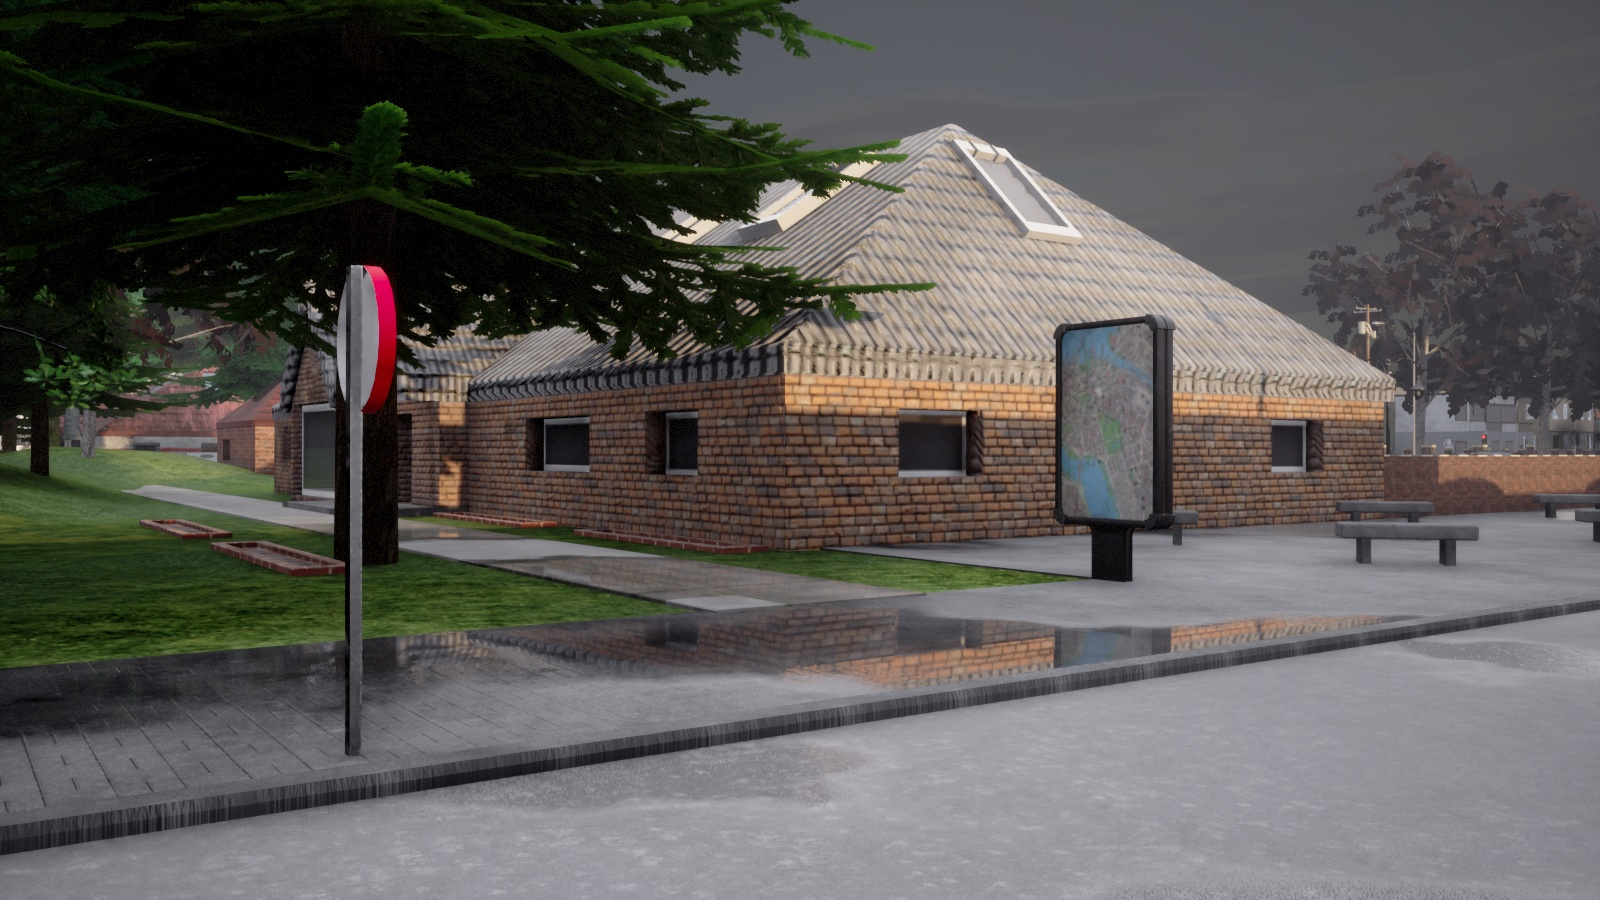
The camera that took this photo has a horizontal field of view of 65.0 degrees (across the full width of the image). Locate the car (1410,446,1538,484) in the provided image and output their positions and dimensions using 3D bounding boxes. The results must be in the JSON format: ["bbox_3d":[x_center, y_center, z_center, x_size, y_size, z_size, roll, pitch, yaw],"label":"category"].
[{"bbox_3d":[30.707,0.664,57.341,2.242,1.667,4.611,0,0,-37],"label":"car"}]
